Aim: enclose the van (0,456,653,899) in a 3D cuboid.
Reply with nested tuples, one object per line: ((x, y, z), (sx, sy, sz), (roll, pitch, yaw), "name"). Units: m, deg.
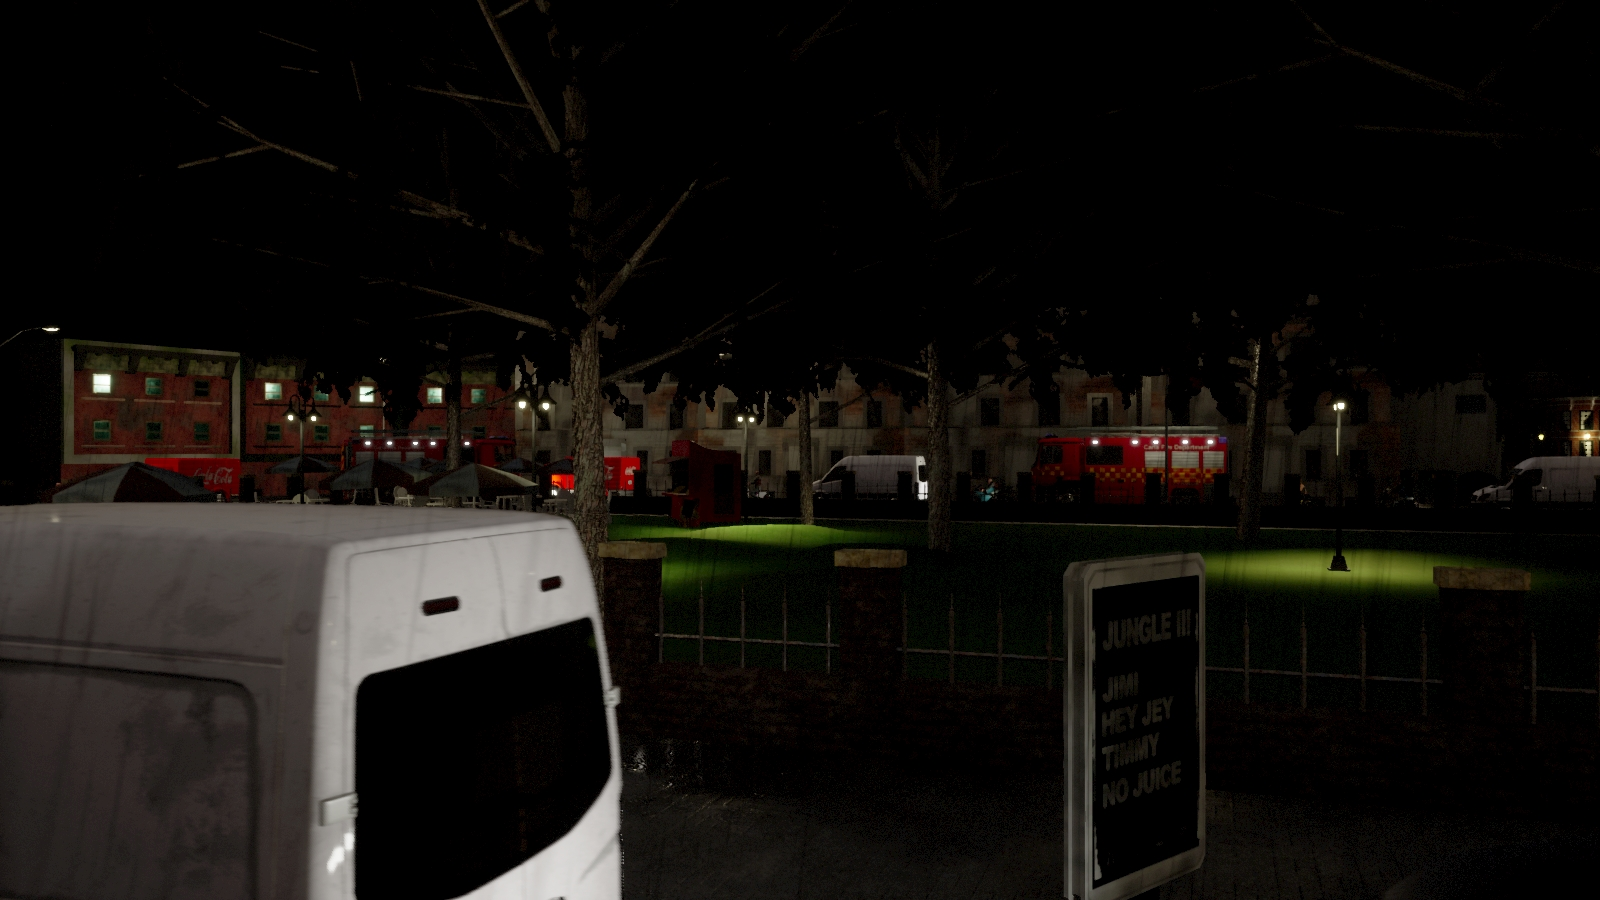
((-3.779, 1.317, 5.216), (5.915, 2.561, 1.988), (0, 0, 20), "van")

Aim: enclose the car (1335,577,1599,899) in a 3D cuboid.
((4.589, 1.532, 2.177), (6.274, 2.098, 2.390), (0, 0, 20), "car")
